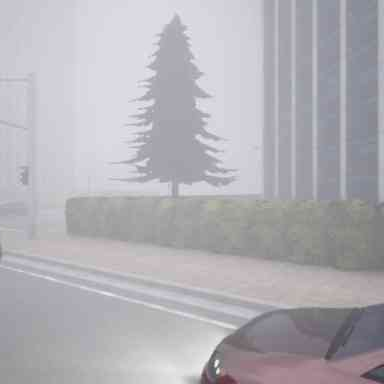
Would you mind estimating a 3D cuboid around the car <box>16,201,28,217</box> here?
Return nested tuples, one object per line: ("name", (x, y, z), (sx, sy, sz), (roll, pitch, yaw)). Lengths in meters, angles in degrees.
("car", (-17.051, 1.594, 30.876), (1.837, 1.490, 4.892), (0, 0, 35))

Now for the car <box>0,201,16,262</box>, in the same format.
("car", (-7.422, 1.235, 9.411), (5.566, 2.045, 2.150), (0, 0, 39))

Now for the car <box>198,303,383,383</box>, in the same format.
("car", (2.089, 1.564, 2.499), (4.181, 1.385, 1.994), (0, 0, 36))
